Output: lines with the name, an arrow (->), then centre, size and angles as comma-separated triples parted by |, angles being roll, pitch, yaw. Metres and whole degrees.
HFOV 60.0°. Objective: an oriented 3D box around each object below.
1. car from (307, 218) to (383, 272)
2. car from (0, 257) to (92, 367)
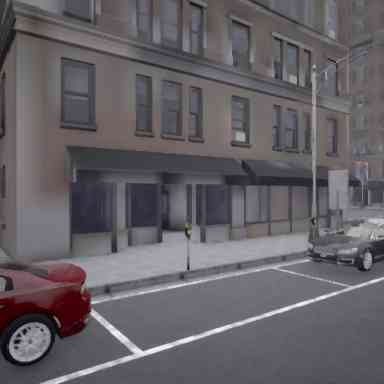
car -> 5.506, 1.550, 10.693 | 4.403, 1.369, 2.008 | 0, 0, -36
car -> -3.606, 1.544, 4.194 | 4.507, 1.381, 1.887 | 0, 0, -35
